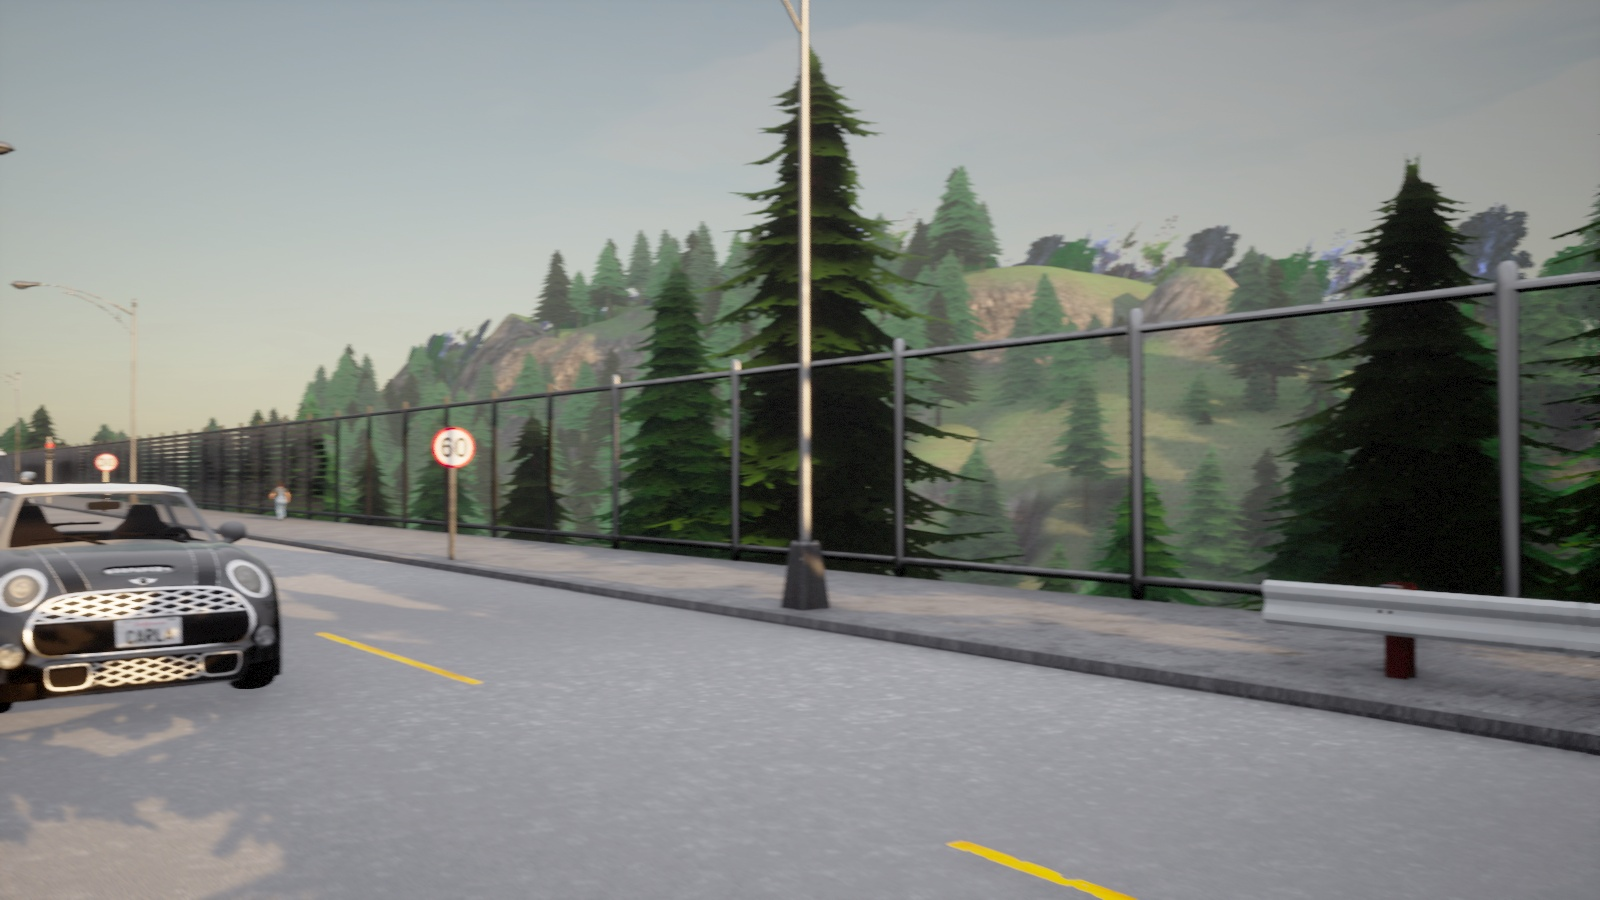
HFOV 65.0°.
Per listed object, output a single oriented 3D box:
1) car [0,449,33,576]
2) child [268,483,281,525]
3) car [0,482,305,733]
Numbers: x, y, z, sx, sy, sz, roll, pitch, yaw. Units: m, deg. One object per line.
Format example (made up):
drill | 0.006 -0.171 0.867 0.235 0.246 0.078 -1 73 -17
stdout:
car | -15.118 1.067 22.116 2.150 2.045 5.566 0 -1 -38
child | -15.909 1.619 38.014 0.270 1.263 0.437 0 -1 -40
car | -5.352 0.998 9.534 1.970 1.475 3.806 0 -1 -38
